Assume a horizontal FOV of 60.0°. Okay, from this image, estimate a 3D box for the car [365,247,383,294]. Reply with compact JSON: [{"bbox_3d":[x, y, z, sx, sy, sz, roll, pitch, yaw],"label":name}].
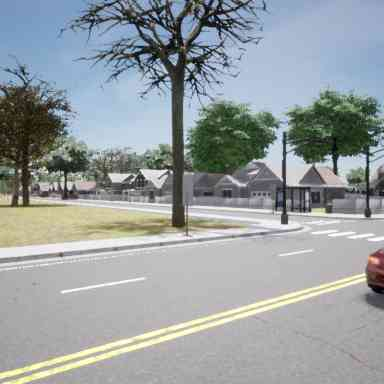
[{"bbox_3d":[5.704,1.525,7.486,4.674,1.442,1.812,0,0,-36],"label":"car"}]
